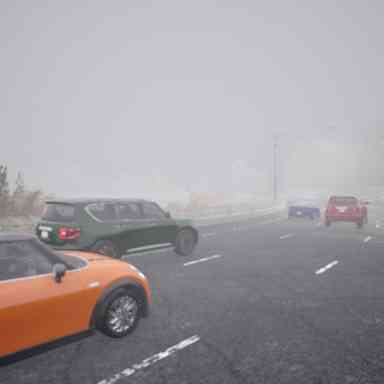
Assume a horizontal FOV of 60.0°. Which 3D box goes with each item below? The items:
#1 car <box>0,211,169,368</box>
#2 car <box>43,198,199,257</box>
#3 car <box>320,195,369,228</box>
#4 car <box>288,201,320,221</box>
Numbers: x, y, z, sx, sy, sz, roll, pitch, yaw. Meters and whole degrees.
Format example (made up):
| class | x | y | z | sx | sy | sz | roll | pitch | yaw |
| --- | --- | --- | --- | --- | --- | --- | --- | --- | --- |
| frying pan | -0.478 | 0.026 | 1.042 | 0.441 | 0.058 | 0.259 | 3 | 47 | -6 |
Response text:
| class | x | y | z | sx | sy | sz | roll | pitch | yaw |
| --- | --- | --- | --- | --- | --- | --- | --- | --- | --- |
| car | -2.749 | 1.334 | 4.703 | 2.097 | 1.767 | 4.553 | 0 | 0 | 43 |
| car | -2.109 | 1.194 | 10.709 | 2.150 | 2.045 | 5.566 | 0 | 0 | 40 |
| car | 10.398 | 1.205 | 22.259 | 2.150 | 2.045 | 5.566 | 0 | 0 | 31 |
| car | 9.342 | 1.449 | 27.453 | 1.882 | 1.535 | 5.008 | 0 | 0 | 29 |
